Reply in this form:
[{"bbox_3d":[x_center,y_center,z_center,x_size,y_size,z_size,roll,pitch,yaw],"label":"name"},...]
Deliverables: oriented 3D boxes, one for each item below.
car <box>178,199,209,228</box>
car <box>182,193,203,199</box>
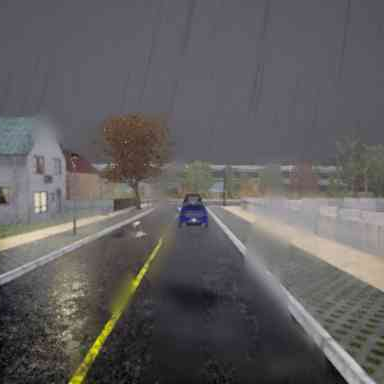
[{"bbox_3d":[0.102,1.447,21.706,1.882,1.535,5.008,0,0,0],"label":"car"},{"bbox_3d":[0.105,1.184,37.686,2.150,2.045,5.566,0,0,0],"label":"car"}]
